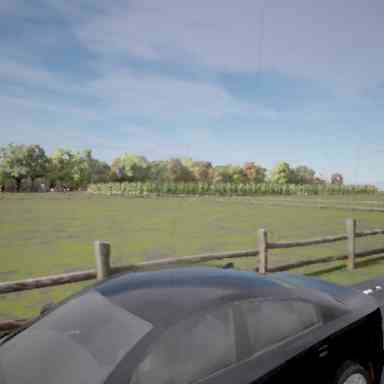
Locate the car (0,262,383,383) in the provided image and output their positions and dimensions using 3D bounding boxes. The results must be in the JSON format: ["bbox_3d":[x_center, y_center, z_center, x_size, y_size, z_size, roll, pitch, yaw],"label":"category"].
[{"bbox_3d":[-0.299,1.475,2.857,5.008,1.535,1.882,0,0,-35],"label":"car"}]
